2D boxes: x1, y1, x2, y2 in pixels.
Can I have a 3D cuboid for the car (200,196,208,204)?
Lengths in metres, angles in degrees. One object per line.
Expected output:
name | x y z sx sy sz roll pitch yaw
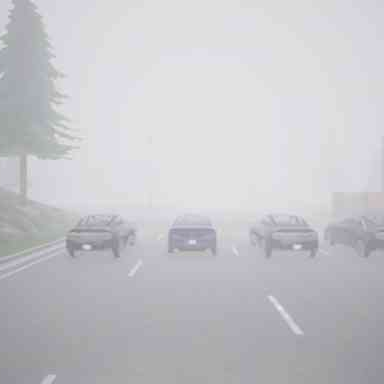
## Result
car | 3.547 2.586 94.371 1.994 1.385 4.181 0 -1 0

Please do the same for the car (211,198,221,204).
car | 7.047 2.561 94.451 2.128 1.511 4.902 0 -1 0

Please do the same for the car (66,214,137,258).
car | -3.475 1.643 13.491 2.128 1.511 4.902 0 0 0

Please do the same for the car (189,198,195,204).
car | 0.047 2.522 94.106 1.837 1.490 4.892 0 -1 0

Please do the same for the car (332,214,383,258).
car | 7.025 1.642 13.485 2.128 1.511 4.902 0 0 0

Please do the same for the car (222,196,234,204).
car | 10.547 2.256 94.079 2.150 2.045 5.566 0 -1 0

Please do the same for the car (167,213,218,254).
car | 0.032 1.635 14.223 1.882 1.535 5.008 0 0 1

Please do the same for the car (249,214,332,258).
car | 3.525 1.642 13.487 2.128 1.511 4.902 0 0 0
